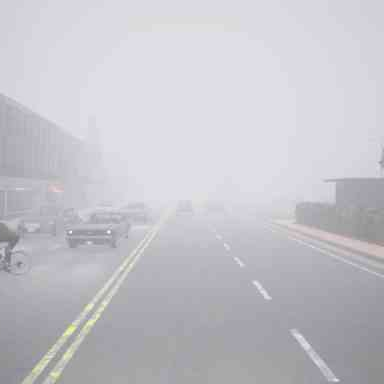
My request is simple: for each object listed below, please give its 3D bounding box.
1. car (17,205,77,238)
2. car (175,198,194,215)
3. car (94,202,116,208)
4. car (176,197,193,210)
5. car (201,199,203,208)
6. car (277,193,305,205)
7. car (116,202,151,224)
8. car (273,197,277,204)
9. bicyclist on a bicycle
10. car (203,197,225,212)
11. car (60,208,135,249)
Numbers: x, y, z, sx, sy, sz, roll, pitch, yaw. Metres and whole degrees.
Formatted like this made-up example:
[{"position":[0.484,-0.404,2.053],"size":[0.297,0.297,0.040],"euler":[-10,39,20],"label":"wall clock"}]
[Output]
[{"position":[-7.488,1.492,17.877],"size":[2.128,1.511,4.902],"euler":[0,0,-1],"label":"car"},{"position":[-0.731,1.547,34.312],"size":[2.033,1.411,5.357],"euler":[0,0,-2],"label":"car"},{"position":[-7.797,1.601,30.291],"size":[1.895,1.301,4.718],"euler":[0,0,-1],"label":"car"},{"position":[-1.007,1.491,44.913],"size":[2.128,1.511,4.902],"euler":[0,0,-1],"label":"car"},{"position":[2.384,1.477,48.478],"size":[1.882,1.535,5.008],"euler":[0,0,-1],"label":"car"},{"position":[16.457,1.156,54.252],"size":[3.866,1.878,1.905],"euler":[0,0,-3],"label":"car"},{"position":[-4.103,1.503,24.789],"size":[1.837,1.490,4.892],"euler":[0,0,-1],"label":"car"},{"position":[16.364,1.153,57.145],"size":[4.605,1.855,1.932],"euler":[0,0,-3],"label":"car"},{"position":[-5.068,1.455,8.761],"size":[1.656,1.620,0.582],"euler":[-2,0,-2],"label":"bicyclist on a bicycle"},{"position":[2.667,1.564,38.446],"size":[1.994,1.385,4.181],"euler":[0,0,-2],"label":"car"},{"position":[-3.936,1.601,14.766],"size":[1.895,1.301,4.718],"euler":[0,0,-1],"label":"car"}]
